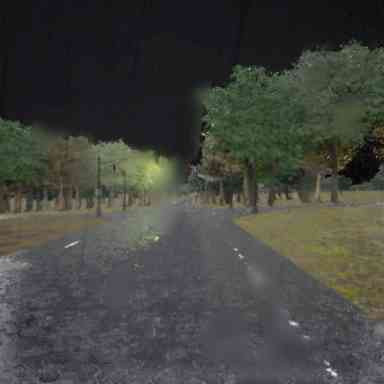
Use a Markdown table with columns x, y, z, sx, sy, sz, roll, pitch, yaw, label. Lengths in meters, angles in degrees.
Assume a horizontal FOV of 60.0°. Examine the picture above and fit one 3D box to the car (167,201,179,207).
| x | y | z | sx | sy | sz | roll | pitch | yaw | label |
| --- | --- | --- | --- | --- | --- | --- | --- | --- | --- |
| -4.236 | 2.455 | 70.051 | 1.895 | 1.301 | 4.718 | 0 | -1 | -1 | car |
